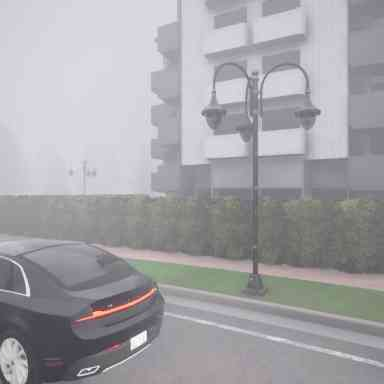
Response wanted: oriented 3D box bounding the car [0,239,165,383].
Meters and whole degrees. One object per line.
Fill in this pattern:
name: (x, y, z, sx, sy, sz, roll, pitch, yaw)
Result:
car: (-2.717, 1.505, 5.169, 4.892, 1.490, 1.837, 0, 0, 31)
